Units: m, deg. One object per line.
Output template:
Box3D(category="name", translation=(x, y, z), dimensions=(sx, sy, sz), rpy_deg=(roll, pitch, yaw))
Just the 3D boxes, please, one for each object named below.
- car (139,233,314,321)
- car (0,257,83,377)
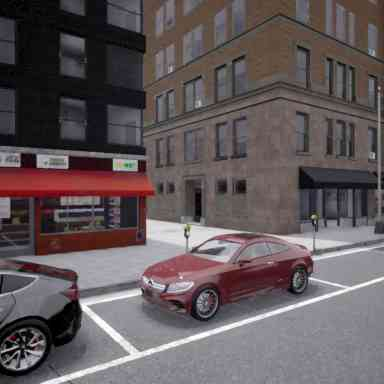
Box3D(category="car", translation=(0.931, 1.582, 7.195), dimensions=(4.206, 1.307, 1.802), rpy_deg=(0, 0, -35))
Box3D(category="car", translation=(-3.550, 1.566, 4.003), dimensions=(4.313, 1.339, 1.947), rpy_deg=(0, 0, -35))
